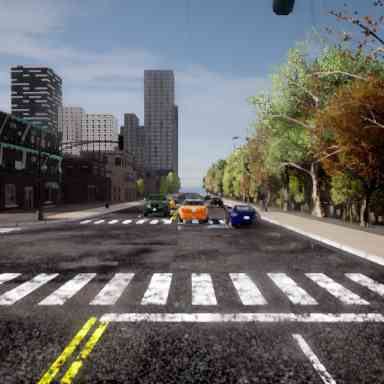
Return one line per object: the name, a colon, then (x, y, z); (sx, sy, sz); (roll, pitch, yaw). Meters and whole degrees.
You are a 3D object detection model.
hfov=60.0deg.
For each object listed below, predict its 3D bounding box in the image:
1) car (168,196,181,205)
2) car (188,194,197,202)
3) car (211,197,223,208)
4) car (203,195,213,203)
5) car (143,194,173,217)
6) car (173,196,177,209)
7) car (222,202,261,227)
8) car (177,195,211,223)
car: (-3.210, 1.519, 60.510); (2.033, 1.411, 5.357); (0, 0, 1)
car: (0.109, 1.319, 72.977); (2.097, 1.767, 4.553); (0, 0, 0)
car: (3.418, 1.484, 47.295); (1.837, 1.490, 4.892); (0, 0, 0)
car: (3.379, 1.468, 71.032); (1.837, 1.490, 4.892); (0, 0, 0)
car: (-3.296, 1.209, 32.094); (2.150, 2.045, 5.566); (0, 0, 0)
car: (-3.276, 1.459, 42.581); (1.882, 1.535, 5.008); (0, 0, 0)
car: (3.382, 1.556, 22.510); (1.994, 1.385, 4.181); (0, 0, 0)
car: (0.138, 1.342, 25.913); (2.097, 1.767, 4.553); (0, 0, 0)
